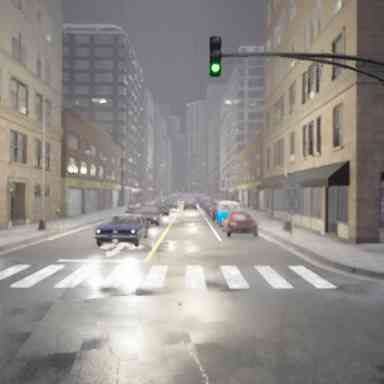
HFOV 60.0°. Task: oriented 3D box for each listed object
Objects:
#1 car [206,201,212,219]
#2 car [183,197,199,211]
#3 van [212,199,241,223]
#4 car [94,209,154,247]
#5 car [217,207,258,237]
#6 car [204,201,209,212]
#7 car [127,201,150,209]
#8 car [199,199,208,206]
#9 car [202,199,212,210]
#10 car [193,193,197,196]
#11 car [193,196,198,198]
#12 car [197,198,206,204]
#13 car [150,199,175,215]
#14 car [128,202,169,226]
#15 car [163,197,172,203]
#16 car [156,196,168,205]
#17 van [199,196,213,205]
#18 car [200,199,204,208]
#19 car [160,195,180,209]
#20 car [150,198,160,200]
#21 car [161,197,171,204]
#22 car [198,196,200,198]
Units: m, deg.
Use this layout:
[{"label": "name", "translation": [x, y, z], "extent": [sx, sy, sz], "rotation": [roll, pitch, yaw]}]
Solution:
[{"label": "car", "translation": [2.599, 1.833, 30.093], "extent": [1.887, 1.381, 4.507], "rotation": [0, 0, 0]}, {"label": "car", "translation": [-0.274, 1.909, 47.388], "extent": [1.812, 1.442, 4.674], "rotation": [0, 0, 0]}, {"label": "van", "translation": [2.635, 1.581, 24.544], "extent": [1.690, 1.788, 3.998], "rotation": [0, 0, 0]}, {"label": "car", "translation": [-3.162, 1.727, 15.887], "extent": [1.895, 1.301, 4.718], "rotation": [0, 0, 0]}, {"label": "car", "translation": [2.670, 1.774, 18.990], "extent": [1.802, 1.307, 4.206], "rotation": [0, 0, 0]}, {"label": "car", "translation": [2.564, 1.915, 35.648], "extent": [1.802, 1.307, 4.206], "rotation": [0, 0, 0]}, {"label": "car", "translation": [-5.962, 1.857, 35.598], "extent": [1.802, 1.307, 4.206], "rotation": [0, 0, 0]}, {"label": "car", "translation": [2.351, 2.081, 68.961], "extent": [1.802, 1.307, 4.206], "rotation": [1, 0, 0]}, {"label": "car", "translation": [2.530, 1.951, 41.199], "extent": [1.802, 1.307, 4.206], "rotation": [1, 0, 0]}, {"label": "car", "translation": [2.213, 1.890, 91.173], "extent": [2.192, 1.841, 5.009], "rotation": [1, 0, 0]}, {"label": "car", "translation": [-0.338, 1.906, 57.390], "extent": [1.882, 1.535, 5.008], "rotation": [0, 0, 0]}, {"label": "car", "translation": [2.281, 2.110, 80.067], "extent": [1.947, 1.339, 4.313], "rotation": [1, 0, 0]}, {"label": "car", "translation": [-3.287, 1.844, 36.158], "extent": [2.033, 1.411, 5.357], "rotation": [0, 0, 0]}, {"label": "car", "translation": [-3.221, 1.758, 25.619], "extent": [2.033, 1.411, 5.357], "rotation": [0, 0, 0]}, {"label": "car", "translation": [-6.279, 2.085, 85.570], "extent": [1.802, 1.307, 4.206], "rotation": [1, 0, 0]}, {"label": "car", "translation": [-6.171, 1.756, 68.913], "extent": [2.192, 1.841, 5.009], "rotation": [1, 0, 0]}, {"label": "van", "translation": [2.460, 1.765, 52.307], "extent": [1.690, 1.788, 3.998], "rotation": [1, 0, 0]}, {"label": "car", "translation": [2.494, 1.981, 46.755], "extent": [1.802, 1.307, 4.206], "rotation": [1, 0, 0]}, {"label": "car", "translation": [-3.300, 1.787, 51.568], "extent": [2.097, 1.767, 4.553], "rotation": [0, 0, 0]}, {"label": "car", "translation": [-6.030, 1.892, 46.704], "extent": [2.008, 1.369, 4.403], "rotation": [1, 0, 0]}, {"label": "car", "translation": [-6.244, 2.031, 80.020], "extent": [1.887, 1.381, 4.507], "rotation": [1, 0, 0]}, {"label": "car", "translation": [2.425, 1.764, 57.859], "extent": [2.192, 1.841, 5.009], "rotation": [1, 0, 0]}]
